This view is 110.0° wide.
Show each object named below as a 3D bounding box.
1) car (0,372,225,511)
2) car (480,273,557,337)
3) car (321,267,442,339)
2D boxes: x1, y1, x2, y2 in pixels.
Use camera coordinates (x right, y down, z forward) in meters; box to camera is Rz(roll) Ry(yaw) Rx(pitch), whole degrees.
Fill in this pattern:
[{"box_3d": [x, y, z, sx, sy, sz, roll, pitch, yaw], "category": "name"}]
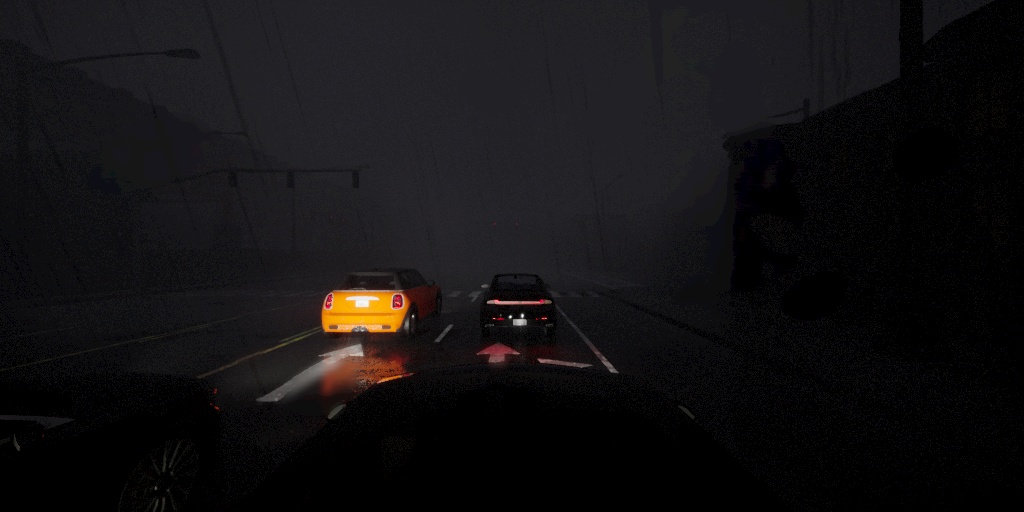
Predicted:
[{"box_3d": [-3.400, 1.242, 1.101, 2.128, 1.511, 4.902, 0, 0, 0], "category": "car"}, {"box_3d": [0.115, 1.242, 10.292, 2.128, 1.511, 4.902, 0, 0, -1], "category": "car"}, {"box_3d": [-3.394, 1.102, 10.250, 2.097, 1.767, 4.553, 0, 0, 0], "category": "car"}]
